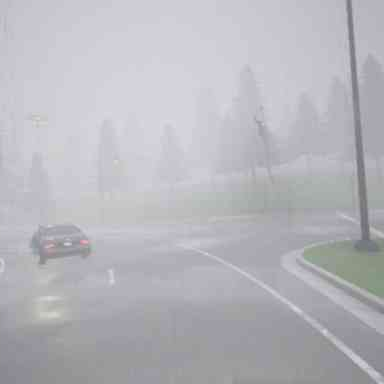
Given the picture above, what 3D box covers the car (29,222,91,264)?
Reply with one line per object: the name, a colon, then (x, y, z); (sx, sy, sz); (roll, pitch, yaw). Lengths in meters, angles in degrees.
car: (-5.721, 2.026, 14.151); (2.033, 1.411, 5.357); (-4, 0, -30)
